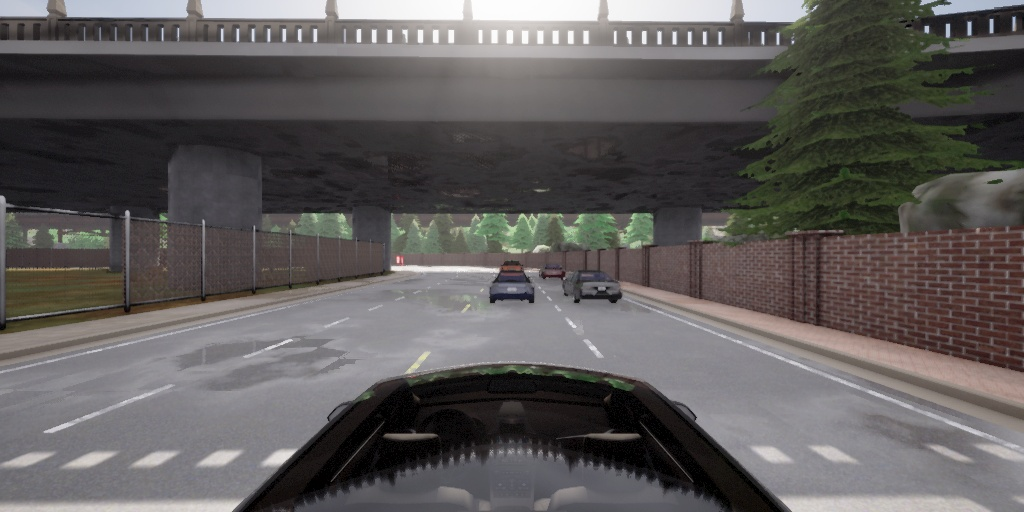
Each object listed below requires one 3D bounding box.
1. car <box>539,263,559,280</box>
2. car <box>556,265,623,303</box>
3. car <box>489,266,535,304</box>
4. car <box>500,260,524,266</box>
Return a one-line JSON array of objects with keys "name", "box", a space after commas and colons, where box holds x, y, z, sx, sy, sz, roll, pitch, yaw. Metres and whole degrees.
[{"name": "car", "box": [3.500, 1.322, 31.500, 1.994, 1.385, 4.181, 0, 0, 0]}, {"name": "car", "box": [3.500, 1.313, 16.500, 2.033, 1.411, 5.357, 0, 0, 0]}, {"name": "car", "box": [0.000, 1.322, 16.500, 1.994, 1.385, 4.181, 0, 0, 0]}, {"name": "car", "box": [0.000, 1.116, 31.470, 2.097, 1.767, 4.553, 0, 0, 0]}]
